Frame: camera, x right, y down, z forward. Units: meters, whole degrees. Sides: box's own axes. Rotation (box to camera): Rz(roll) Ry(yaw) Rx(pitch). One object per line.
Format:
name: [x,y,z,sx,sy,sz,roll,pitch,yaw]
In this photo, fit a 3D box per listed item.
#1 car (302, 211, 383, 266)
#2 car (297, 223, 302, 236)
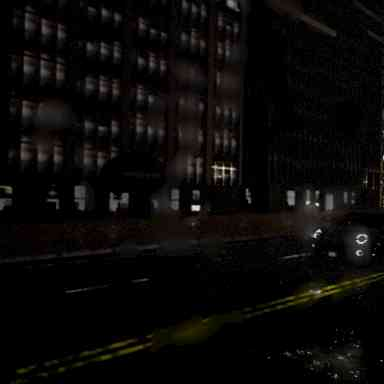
car: [6.453,1.492,12.257,4.553,1.767,2.097,1,0,-35]
car: [7.491,1.783,16.970,4.718,1.301,1.895,1,0,-35]
